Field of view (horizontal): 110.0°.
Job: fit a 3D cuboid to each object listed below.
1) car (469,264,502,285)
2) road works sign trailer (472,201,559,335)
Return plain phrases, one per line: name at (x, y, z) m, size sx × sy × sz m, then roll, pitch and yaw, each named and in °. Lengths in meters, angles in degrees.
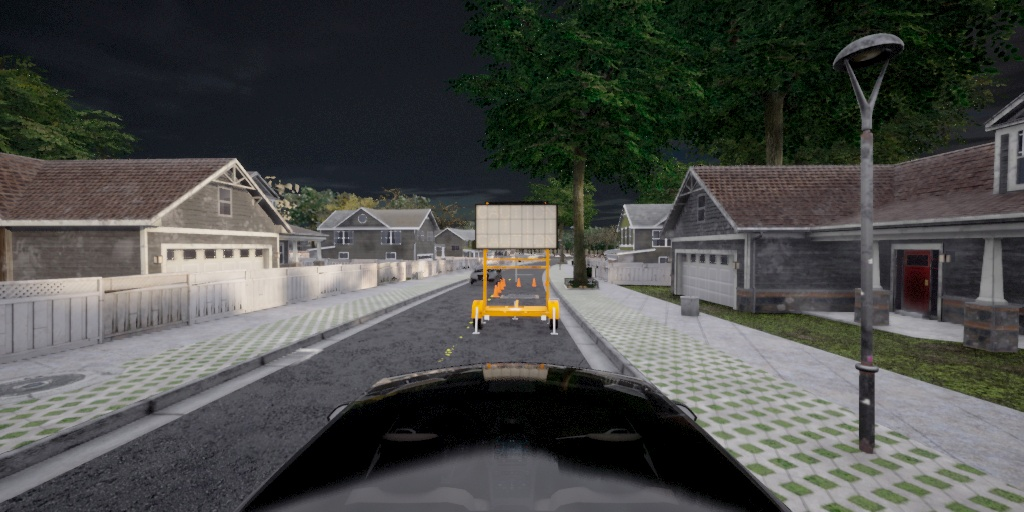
car at (-1.816, 1.309, 26.027) m, size 1.994 × 1.385 × 4.181 m, roll 0°, pitch 0°, yaw 4°
road works sign trailer at (0.129, 0.213, 10.545) m, size 2.380 × 3.560 × 2.880 m, roll 0°, pitch 0°, yaw 2°
